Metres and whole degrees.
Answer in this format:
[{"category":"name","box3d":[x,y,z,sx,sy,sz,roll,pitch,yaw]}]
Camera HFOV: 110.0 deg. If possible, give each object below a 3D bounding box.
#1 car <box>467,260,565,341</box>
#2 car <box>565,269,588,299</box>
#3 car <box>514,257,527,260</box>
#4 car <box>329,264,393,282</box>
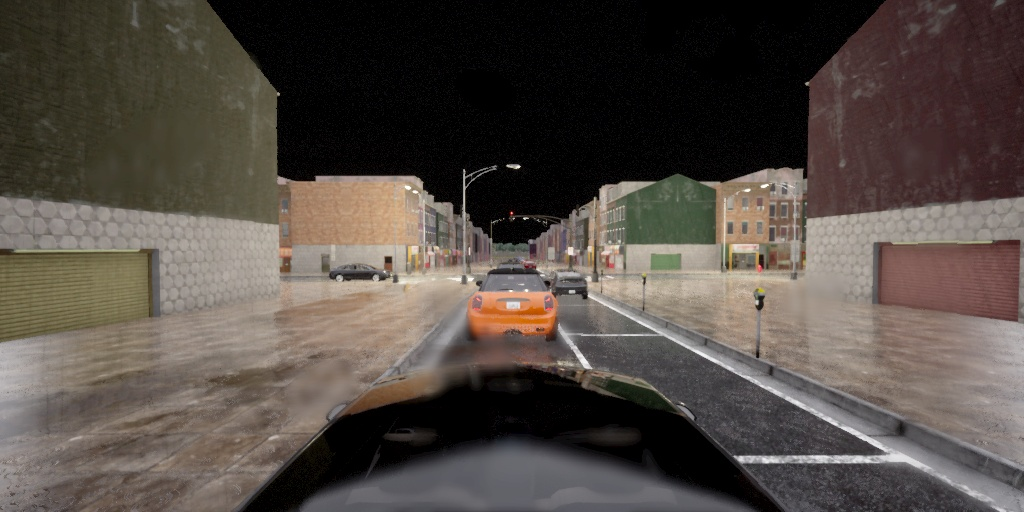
[{"category":"car","box3d":[0.036,1.100,9.973,2.097,1.767,4.553,0,0,0]},{"category":"car","box3d":[2.581,1.297,17.546,2.007,1.370,4.403,0,0,0]},{"category":"car","box3d":[-0.064,1.098,19.864,2.097,1.767,4.553,0,0,0]},{"category":"car","box3d":[-12.336,1.365,29.421,4.892,1.490,1.837,0,1,-2]}]
